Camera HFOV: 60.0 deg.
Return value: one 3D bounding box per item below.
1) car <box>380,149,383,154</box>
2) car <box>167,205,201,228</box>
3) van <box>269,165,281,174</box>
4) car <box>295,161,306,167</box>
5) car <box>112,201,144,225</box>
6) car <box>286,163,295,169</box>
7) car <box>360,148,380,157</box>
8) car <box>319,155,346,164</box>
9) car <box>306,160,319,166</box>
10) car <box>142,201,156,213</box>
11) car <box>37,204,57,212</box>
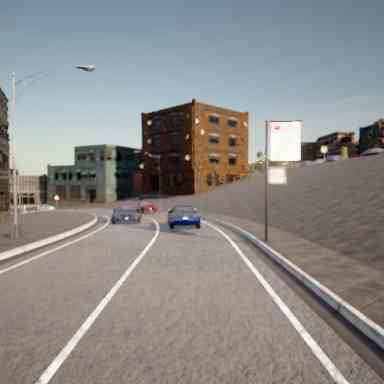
[{"bbox_3d":[21.866,-4.271,33.737,2.231,1.521,4.892,0,1,-1],"label":"car"},{"bbox_3d":[-0.618,1.546,21.839,1.994,1.385,4.181,0,0,-7],"label":"car"},{"bbox_3d":[20.786,-5.505,83.277,1.878,1.987,4.442,0,1,-1],"label":"van"},{"bbox_3d":[21.261,-4.989,61.352,2.185,1.767,4.553,0,1,-1],"label":"car"},{"bbox_3d":[-4.731,1.589,24.243,1.994,1.385,4.181,0,-1,-11],"label":"car"},{"bbox_3d":[21.141,-5.099,66.871,2.185,1.767,4.553,0,1,-1],"label":"car"},{"bbox_3d":[21.738,-4.400,39.254,2.231,1.521,4.892,0,1,-1],"label":"car"},{"bbox_3d":[21.502,-4.757,50.188,2.185,1.767,4.553,0,1,-1],"label":"car"},{"bbox_3d":[21.383,-4.705,55.682,2.002,1.452,4.674,0,1,-1],"label":"car"},{"bbox_3d":[-5.603,1.766,39.478,1.812,1.442,4.674,-1,-1,-24],"label":"car"},{"bbox_3d":[-26.474,2.971,60.432,4.674,1.442,1.812,-4,-1,38],"label":"car"}]
